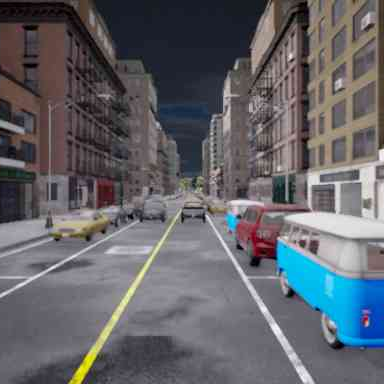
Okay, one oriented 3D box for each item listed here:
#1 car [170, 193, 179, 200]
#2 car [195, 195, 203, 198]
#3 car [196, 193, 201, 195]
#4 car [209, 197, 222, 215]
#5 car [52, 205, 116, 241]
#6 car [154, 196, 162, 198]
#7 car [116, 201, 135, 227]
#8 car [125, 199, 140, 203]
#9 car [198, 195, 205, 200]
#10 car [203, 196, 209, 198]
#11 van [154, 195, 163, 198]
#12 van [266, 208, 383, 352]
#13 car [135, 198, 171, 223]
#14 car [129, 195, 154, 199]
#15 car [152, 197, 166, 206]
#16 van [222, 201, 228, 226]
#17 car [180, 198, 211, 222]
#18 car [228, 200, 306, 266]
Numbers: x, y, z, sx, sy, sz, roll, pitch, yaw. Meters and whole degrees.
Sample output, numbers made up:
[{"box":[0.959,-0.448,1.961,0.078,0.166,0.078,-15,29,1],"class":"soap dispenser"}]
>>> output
[{"box":[-5.371,1.499,92.433,1.752,1.417,4.829,0,0,0],"class":"car"},{"box":[0.107,1.465,43.384,1.882,1.535,5.008,0,0,0],"class":"car"},{"box":[2.653,1.527,86.921,2.008,1.369,4.403,0,0,0],"class":"car"},{"box":[2.671,1.515,33.184,1.752,1.417,4.829,0,0,0],"class":"car"},{"box":[-5.396,1.521,16.627,1.752,1.417,4.829,0,0,0],"class":"car"},{"box":[-5.384,1.569,43.827,1.802,1.307,4.206,0,0,0],"class":"car"},{"box":[-5.394,1.544,22.202,2.008,1.369,4.403,0,0,0],"class":"car"},{"box":[-5.391,1.558,27.608,1.947,1.339,4.313,0,0,0],"class":"car"},{"box":[2.654,1.556,92.603,1.802,1.307,4.206,0,0,0],"class":"car"},{"box":[2.667,1.429,38.420,1.967,1.590,4.097,0,0,0],"class":"car"},{"box":[-5.382,1.327,49.233,1.690,1.788,3.998,0,0,0],"class":"van"},{"box":[2.691,1.339,5.983,1.690,1.788,3.998,0,0,0],"class":"van"},{"box":[-2.843,1.497,25.447,1.837,1.490,4.892,0,0,0],"class":"car"},{"box":[-5.389,1.305,33.014,2.192,1.841,5.009,0,0,0],"class":"car"},{"box":[-5.380,1.535,54.639,2.008,1.369,4.403,0,0,0],"class":"car"},{"box":[2.683,1.336,16.796,1.690,1.788,3.998,0,0,0],"class":"van"},{"box":[0.103,1.485,26.122,2.128,1.511,4.902,0,0,0],"class":"car"},{"box":[2.687,1.312,11.390,2.192,1.841,5.009,0,0,0],"class":"car"}]
